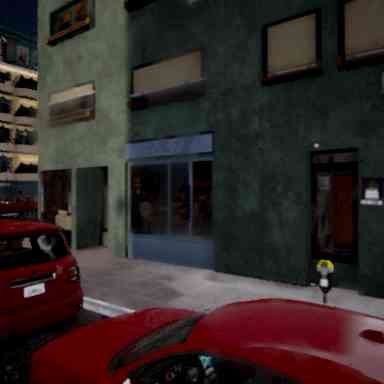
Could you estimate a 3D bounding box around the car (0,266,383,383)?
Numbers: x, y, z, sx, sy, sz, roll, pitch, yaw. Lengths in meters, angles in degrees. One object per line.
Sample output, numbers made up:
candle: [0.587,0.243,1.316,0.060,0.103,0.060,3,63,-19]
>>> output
car: [0.521,1.554,2.494,4.507,1.381,1.887,-1,0,35]

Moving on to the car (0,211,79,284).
car: [-3.982,1.381,5.704,5.009,1.841,2.192,-1,0,35]

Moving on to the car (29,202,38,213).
car: [-9.960,1.586,26.059,1.947,1.339,4.313,1,1,35]

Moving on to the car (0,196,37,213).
car: [-16.795,1.357,30.902,2.192,1.841,5.009,1,1,35]
